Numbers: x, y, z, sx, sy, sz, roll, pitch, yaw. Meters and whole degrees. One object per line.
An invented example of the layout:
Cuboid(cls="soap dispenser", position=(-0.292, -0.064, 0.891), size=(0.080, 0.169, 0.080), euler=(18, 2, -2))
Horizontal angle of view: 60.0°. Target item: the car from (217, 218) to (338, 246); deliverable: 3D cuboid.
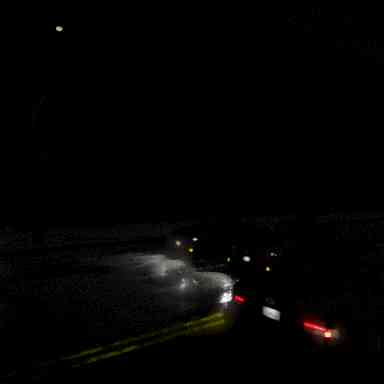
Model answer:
Cuboid(cls="car", position=(3.050, 1.564, 9.822), size=(4.181, 1.385, 1.994), euler=(0, 0, -35))

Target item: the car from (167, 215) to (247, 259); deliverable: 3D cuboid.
Cuboid(cls="car", position=(1.164, 1.564, 12.470), size=(4.181, 1.385, 1.994), euler=(0, 0, -35))

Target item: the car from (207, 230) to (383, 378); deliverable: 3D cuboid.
Cuboid(cls="car", position=(3.018, 1.547, 5.573), size=(5.357, 1.411, 2.033), euler=(0, 0, -36))
